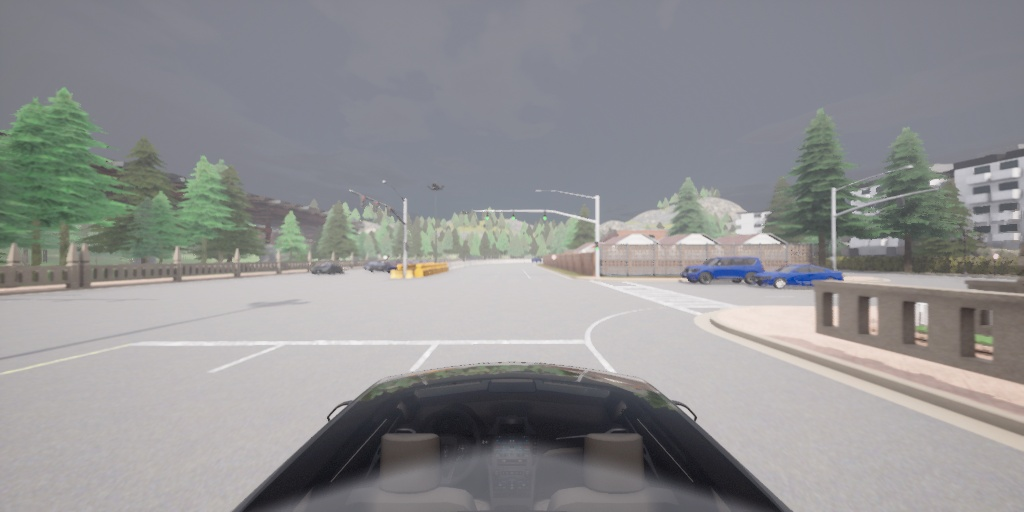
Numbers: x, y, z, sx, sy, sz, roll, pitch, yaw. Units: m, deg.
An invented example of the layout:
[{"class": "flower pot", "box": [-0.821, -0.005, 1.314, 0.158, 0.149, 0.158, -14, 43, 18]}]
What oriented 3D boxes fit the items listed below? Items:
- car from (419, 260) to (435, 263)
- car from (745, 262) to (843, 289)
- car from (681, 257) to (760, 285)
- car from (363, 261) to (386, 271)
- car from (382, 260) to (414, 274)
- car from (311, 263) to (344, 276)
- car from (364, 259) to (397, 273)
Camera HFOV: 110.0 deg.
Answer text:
[{"class": "car", "box": [-14.038, 1.577, 61.878, 1.994, 1.385, 4.181, 0, 0, 0]}, {"class": "car", "box": [18.451, 1.312, 23.316, 5.008, 1.535, 1.882, 0, 0, 2]}, {"class": "car", "box": [15.796, 1.073, 26.913, 5.566, 2.045, 2.150, 0, 0, 2]}, {"class": "car", "box": [-21.059, 1.514, 55.144, 1.812, 1.442, 4.674, 0, 0, 0]}, {"class": "car", "box": [-14.097, 1.542, 44.730, 1.895, 1.301, 4.718, 0, 0, 0]}, {"class": "car", "box": [-20.998, 1.492, 40.897, 1.994, 1.385, 4.181, 0, 0, 0]}, {"class": "car", "box": [-17.589, 1.506, 48.424, 2.033, 1.411, 5.357, 0, 0, 0]}]
